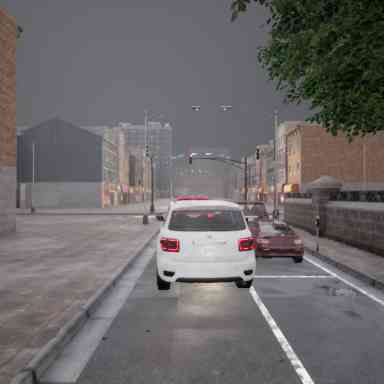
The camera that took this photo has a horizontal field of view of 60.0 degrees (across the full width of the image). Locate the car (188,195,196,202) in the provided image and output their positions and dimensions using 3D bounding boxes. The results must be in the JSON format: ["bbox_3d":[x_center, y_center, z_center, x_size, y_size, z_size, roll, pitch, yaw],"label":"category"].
[{"bbox_3d":[-0.052,1.552,83.791,2.097,1.767,4.553,0,0,0],"label":"car"}]

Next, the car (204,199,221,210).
[{"bbox_3d":[2.617,1.604,43.602,1.887,1.381,4.507,1,0,0],"label":"car"}]

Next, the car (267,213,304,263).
[{"bbox_3d":[2.636,1.588,11.723,1.802,1.307,4.206,1,0,0],"label":"car"}]

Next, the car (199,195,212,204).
[{"bbox_3d":[2.605,1.439,65.352,2.192,1.841,5.009,1,0,0],"label":"car"}]

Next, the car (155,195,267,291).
[{"bbox_3d":[0.173,1.226,9.236,2.150,2.045,5.566,0,0,-4],"label":"car"}]

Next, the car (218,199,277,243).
[{"bbox_3d":[2.636,1.326,17.172,2.192,1.841,5.009,1,0,0],"label":"car"}]

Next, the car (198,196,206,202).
[{"bbox_3d":[2.590,1.763,87.101,2.008,1.369,4.403,0,0,0],"label":"car"}]
